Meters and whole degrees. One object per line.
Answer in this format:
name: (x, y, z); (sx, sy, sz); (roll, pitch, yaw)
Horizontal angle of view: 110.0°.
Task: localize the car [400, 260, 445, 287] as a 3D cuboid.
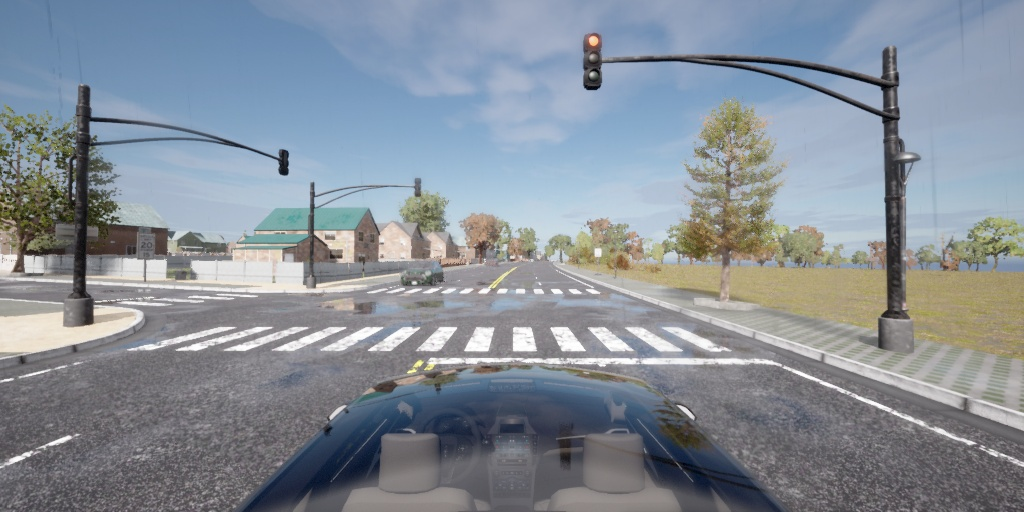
car: (-6.125, 1.120, 24.961); (2.097, 1.767, 4.553); (0, 0, 2)
